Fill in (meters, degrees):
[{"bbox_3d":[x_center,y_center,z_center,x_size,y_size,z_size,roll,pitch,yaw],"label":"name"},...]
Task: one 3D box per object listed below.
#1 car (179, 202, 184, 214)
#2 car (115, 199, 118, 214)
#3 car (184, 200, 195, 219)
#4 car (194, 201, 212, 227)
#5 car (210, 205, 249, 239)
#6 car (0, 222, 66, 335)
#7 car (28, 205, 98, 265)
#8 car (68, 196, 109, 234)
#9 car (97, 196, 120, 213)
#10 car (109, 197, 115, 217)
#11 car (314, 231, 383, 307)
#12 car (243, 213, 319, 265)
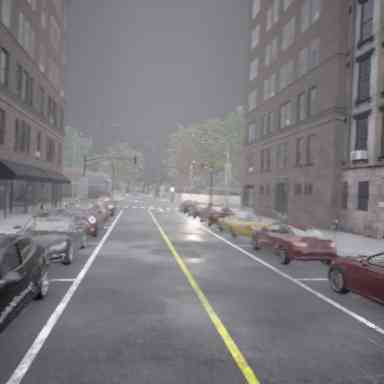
[{"bbox_3d":[-0.179,1.491,33.713,1.947,1.339,4.313,2,0,-10],"label":"car"},{"bbox_3d":[-7.163,1.077,26.934,1.967,1.590,4.097,2,0,-10],"label":"car"},{"bbox_3d":[0.736,1.555,28.271,1.802,1.307,4.206,2,0,-10],"label":"car"},{"bbox_3d":[1.655,1.567,22.830,1.887,1.381,4.507,2,0,-10],"label":"car"},{"bbox_3d":[2.544,1.595,17.556,1.752,1.417,4.829,2,0,-10],"label":"car"},{"bbox_3d":[-3.502,1.402,5.167,1.947,1.339,4.313,2,0,-10],"label":"car"},{"bbox_3d":[-4.418,1.335,10.608,2.008,1.369,4.403,2,0,-10],"label":"car"},{"bbox_3d":[-5.330,1.175,16.050,1.967,1.590,4.097,2,0,-10],"label":"car"},{"bbox_3d":[-8.086,1.170,32.376,1.802,1.307,4.206,2,0,-10],"label":"car"},{"bbox_3d":[-6.222,1.212,21.324,1.752,1.417,4.829,2,0,-10],"label":"car"},{"bbox_3d":[4.403,1.755,6.506,1.802,1.307,4.206,2,0,-10],"label":"car"},{"bbox_3d":[3.486,1.703,11.947,1.802,1.307,4.206,2,0,-10],"label":"car"}]
